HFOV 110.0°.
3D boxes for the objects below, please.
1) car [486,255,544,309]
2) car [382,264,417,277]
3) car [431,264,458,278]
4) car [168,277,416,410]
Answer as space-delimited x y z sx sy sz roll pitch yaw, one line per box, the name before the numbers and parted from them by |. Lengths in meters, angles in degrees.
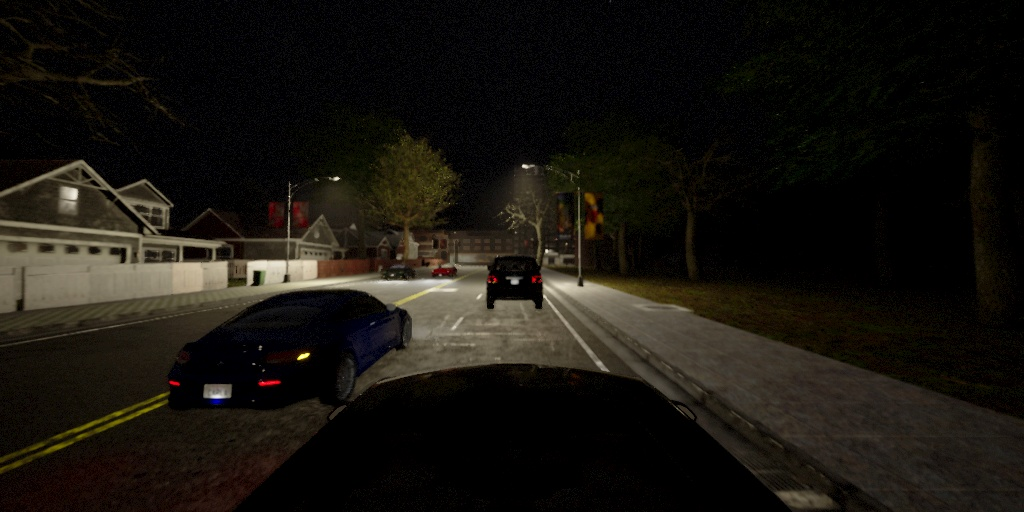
car | 0.098 0.998 15.238 2.150 2.045 5.566 0 0 0
car | -9.802 1.392 31.425 1.994 1.385 4.181 0 0 0
car | -6.518 1.442 34.881 1.895 1.301 4.718 0 0 0
car | -3.148 1.282 6.138 1.812 1.442 4.674 0 0 0
